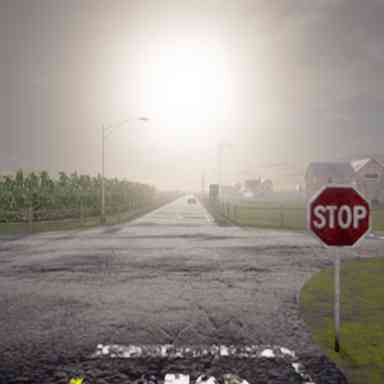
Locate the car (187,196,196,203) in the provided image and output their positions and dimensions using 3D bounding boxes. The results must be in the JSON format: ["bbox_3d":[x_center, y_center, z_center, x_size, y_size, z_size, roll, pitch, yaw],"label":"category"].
[{"bbox_3d":[-0.039,1.637,71.451,2.128,1.511,4.902,0,0,0],"label":"car"}]
